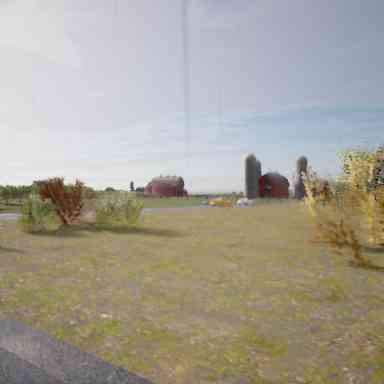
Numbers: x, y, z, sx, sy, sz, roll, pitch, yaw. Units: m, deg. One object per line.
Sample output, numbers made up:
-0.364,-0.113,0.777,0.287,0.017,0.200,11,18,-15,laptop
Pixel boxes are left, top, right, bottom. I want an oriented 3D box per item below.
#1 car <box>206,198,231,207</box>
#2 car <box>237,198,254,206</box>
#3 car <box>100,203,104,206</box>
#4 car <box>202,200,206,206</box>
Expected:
5.002,1.764,57.415,1.882,1.535,5.008,-1,-1,37,car
10.445,1.916,65.025,1.812,1.442,4.674,-1,-1,36,car
-9.860,1.618,42.972,1.812,1.442,4.674,-1,-1,36,car
3.675,1.837,61.624,2.128,1.511,4.902,-1,-1,36,car
